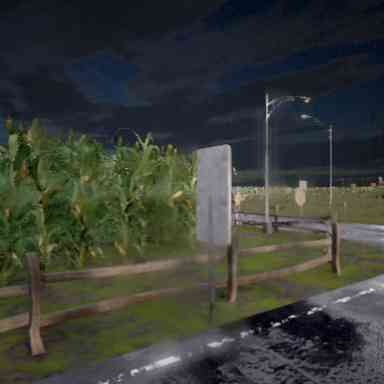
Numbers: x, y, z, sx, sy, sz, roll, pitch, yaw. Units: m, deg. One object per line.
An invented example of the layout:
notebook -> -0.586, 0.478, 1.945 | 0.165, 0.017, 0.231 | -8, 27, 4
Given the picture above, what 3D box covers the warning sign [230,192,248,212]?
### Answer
warning sign -> 4.576, 0.965, 32.506 | 1.300, 1.860, 1.060 | -1, 0, -36
